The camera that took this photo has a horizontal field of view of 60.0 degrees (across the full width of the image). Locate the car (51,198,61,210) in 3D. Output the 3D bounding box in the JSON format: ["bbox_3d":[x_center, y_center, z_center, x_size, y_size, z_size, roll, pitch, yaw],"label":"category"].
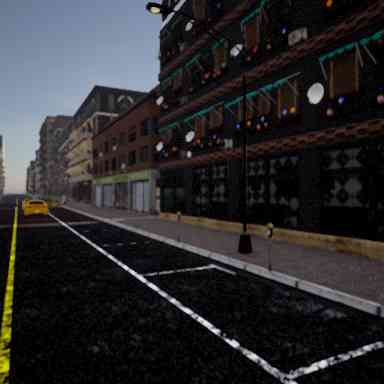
[{"bbox_3d":[-17.972,1.511,43.032,1.752,1.417,4.829,0,0,-28],"label":"car"}]

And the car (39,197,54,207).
[{"bbox_3d":[-23.120,1.526,52.869,1.887,1.381,4.507,0,0,-28],"label":"car"}]

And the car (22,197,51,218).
[{"bbox_3d":[-14.285,1.469,30.384,1.882,1.535,5.008,0,0,-27],"label":"car"}]

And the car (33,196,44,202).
[{"bbox_3d":[-33.571,1.522,72.844,2.008,1.369,4.403,0,0,-28],"label":"car"}]
